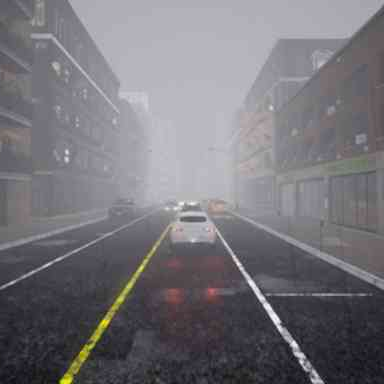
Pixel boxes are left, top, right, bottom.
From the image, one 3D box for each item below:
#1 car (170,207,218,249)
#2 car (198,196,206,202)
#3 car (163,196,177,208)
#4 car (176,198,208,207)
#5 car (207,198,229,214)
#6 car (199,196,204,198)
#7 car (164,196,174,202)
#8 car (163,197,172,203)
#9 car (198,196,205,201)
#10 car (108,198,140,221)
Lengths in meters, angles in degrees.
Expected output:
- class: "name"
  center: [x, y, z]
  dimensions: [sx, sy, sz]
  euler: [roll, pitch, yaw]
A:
- class: "car"
  center: [0.046, 1.574, 14.604]
  dimensions: [1.812, 1.442, 4.674]
  euler: [0, -1, 0]
- class: "car"
  center: [2.541, 1.789, 85.126]
  dimensions: [1.752, 1.417, 4.829]
  euler: [0, 0, 0]
- class: "car"
  center: [-3.167, 1.729, 52.369]
  dimensions: [1.994, 1.385, 4.181]
  euler: [0, 0, 0]
- class: "car"
  center: [0.016, 1.586, 29.330]
  dimensions: [2.128, 1.511, 4.902]
  euler: [0, 0, 0]
- class: "car"
  center: [3.084, 1.577, 37.783]
  dimensions: [1.801, 1.575, 5.366]
  euler: [0, 0, 0]
- class: "car"
  center: [2.581, 1.747, 62.411]
  dimensions: [2.008, 1.369, 4.403]
  euler: [0, 0, 0]
- class: "car"
  center: [-5.840, 1.813, 84.945]
  dimensions: [2.008, 1.369, 4.403]
  euler: [0, 0, 0]
- class: "car"
  center: [-5.830, 1.797, 79.309]
  dimensions: [2.008, 1.369, 4.403]
  euler: [0, 0, 0]
- class: "car"
  center: [2.531, 1.845, 90.592]
  dimensions: [1.947, 1.339, 4.313]
  euler: [0, 0, 0]
- class: "car"
  center: [-5.738, 1.407, 28.584]
  dimensions: [2.192, 1.841, 5.009]
  euler: [0, 0, 0]
